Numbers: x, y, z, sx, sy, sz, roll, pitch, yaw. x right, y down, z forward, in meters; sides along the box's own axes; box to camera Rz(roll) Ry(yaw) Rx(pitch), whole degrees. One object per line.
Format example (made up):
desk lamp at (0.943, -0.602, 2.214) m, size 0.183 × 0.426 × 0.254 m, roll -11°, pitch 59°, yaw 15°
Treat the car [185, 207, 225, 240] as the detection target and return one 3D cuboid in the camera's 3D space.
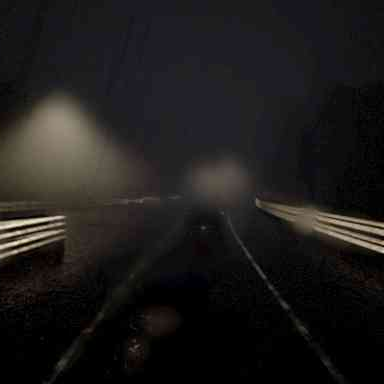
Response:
car at (0.725, 1.520, 17.467) m, size 1.882 × 1.535 × 5.008 m, roll 0°, pitch 0°, yaw 4°
